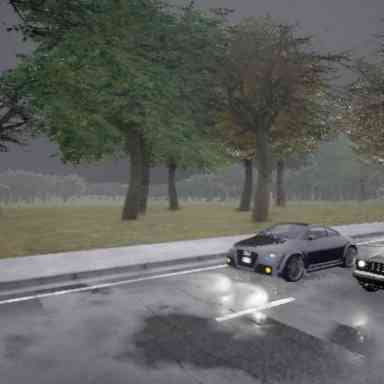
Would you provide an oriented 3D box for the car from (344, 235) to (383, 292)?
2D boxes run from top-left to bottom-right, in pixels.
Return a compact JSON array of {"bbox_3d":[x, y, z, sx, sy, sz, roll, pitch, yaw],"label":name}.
[{"bbox_3d":[5.826,1.640,7.833,4.718,1.301,1.895,0,0,-35],"label":"car"}]

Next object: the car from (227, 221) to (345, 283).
[{"bbox_3d":[3.052,1.598,9.846,4.181,1.385,1.994,0,0,-35],"label":"car"}]
